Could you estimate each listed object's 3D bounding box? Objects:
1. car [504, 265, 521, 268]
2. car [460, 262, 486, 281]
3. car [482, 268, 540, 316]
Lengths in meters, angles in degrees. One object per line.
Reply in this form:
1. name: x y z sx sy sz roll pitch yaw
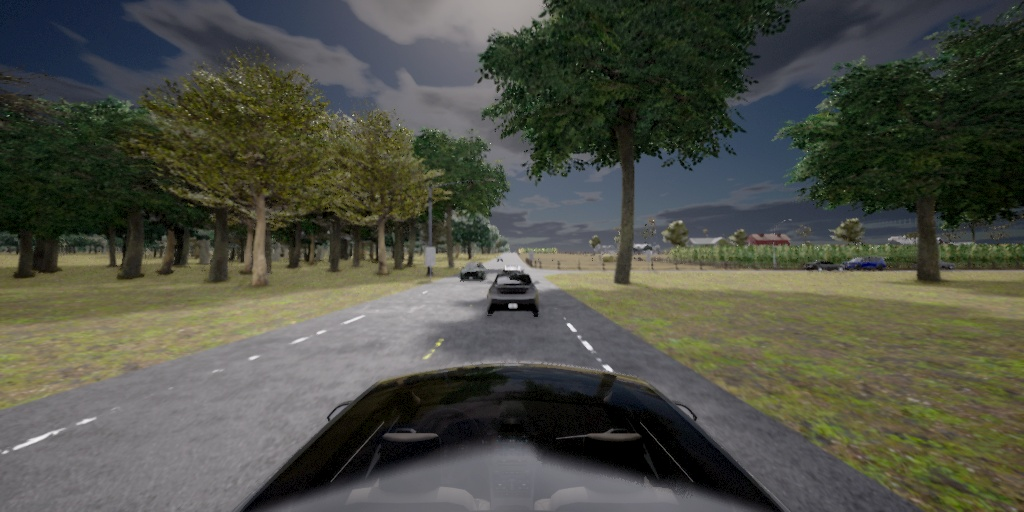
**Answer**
1. car: 0.047 1.466 29.089 2.128 1.511 4.902 0 0 1
2. car: -3.542 1.330 33.331 2.097 1.767 4.553 0 0 0
3. car: 0.047 1.394 14.149 1.837 1.490 4.892 0 0 0
